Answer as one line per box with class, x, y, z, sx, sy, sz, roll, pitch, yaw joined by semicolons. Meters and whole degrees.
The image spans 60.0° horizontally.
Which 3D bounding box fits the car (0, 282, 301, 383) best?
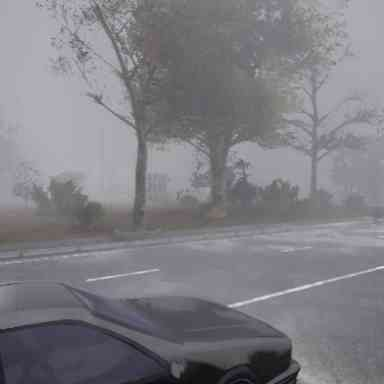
car;-1.478;1.545;2.671;5.357;1.411;2.033;0;0;-35
